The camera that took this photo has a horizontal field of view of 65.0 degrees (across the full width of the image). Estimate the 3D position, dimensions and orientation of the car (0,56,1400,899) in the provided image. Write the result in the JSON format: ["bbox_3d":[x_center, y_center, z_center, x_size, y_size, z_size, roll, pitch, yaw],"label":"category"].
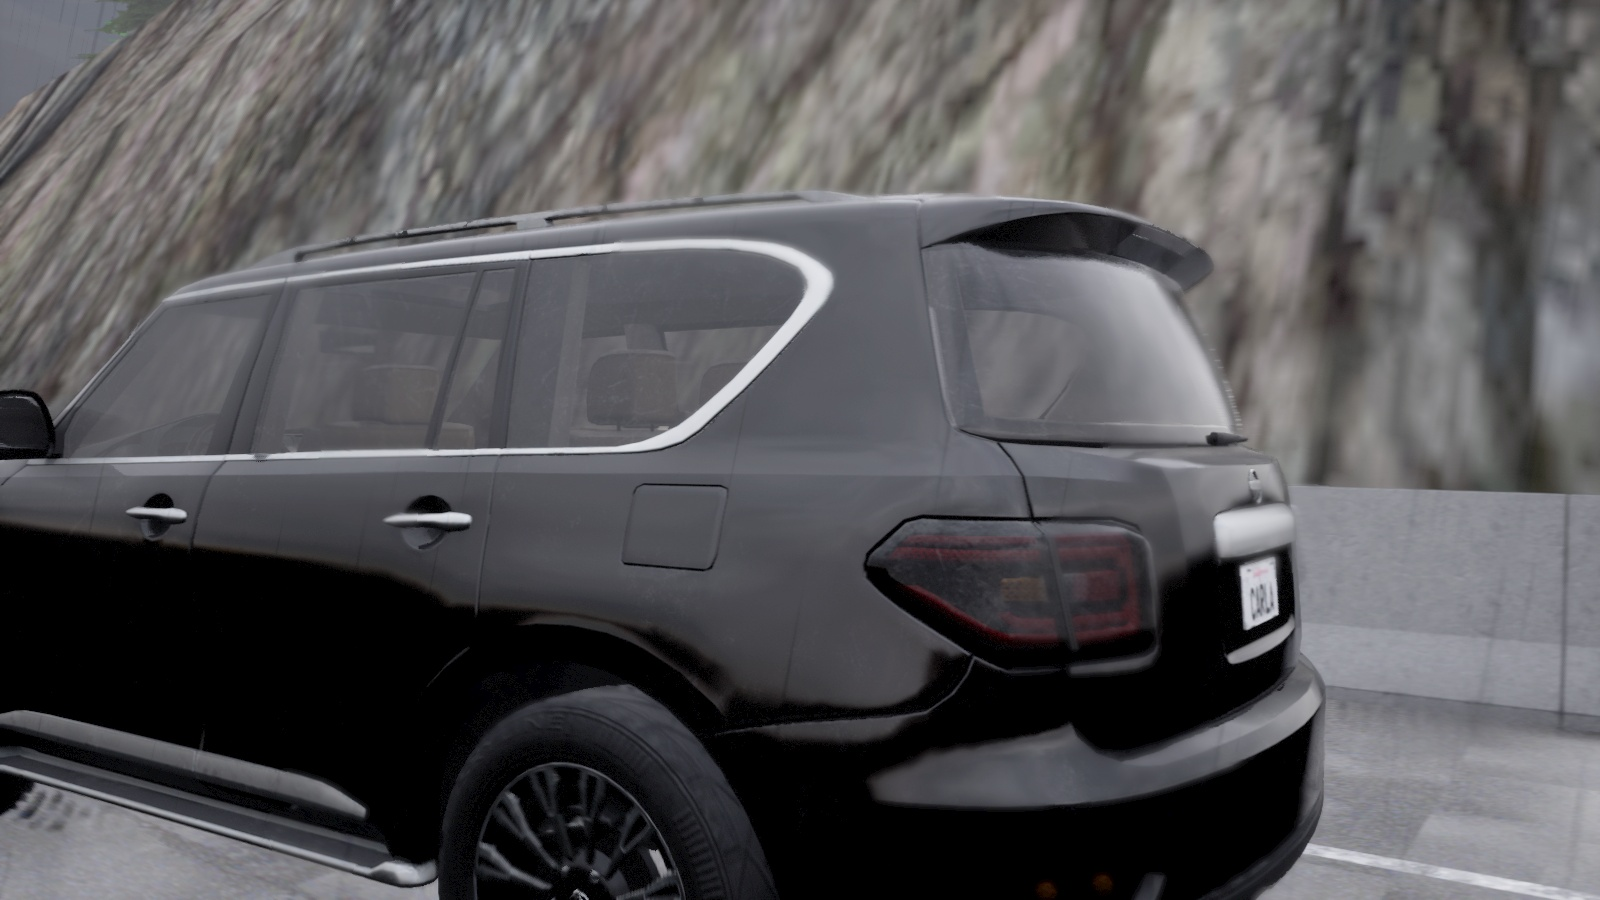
[{"bbox_3d":[-1.135,0.401,4.372,5.566,2.045,2.150,0,1,34],"label":"car"}]
